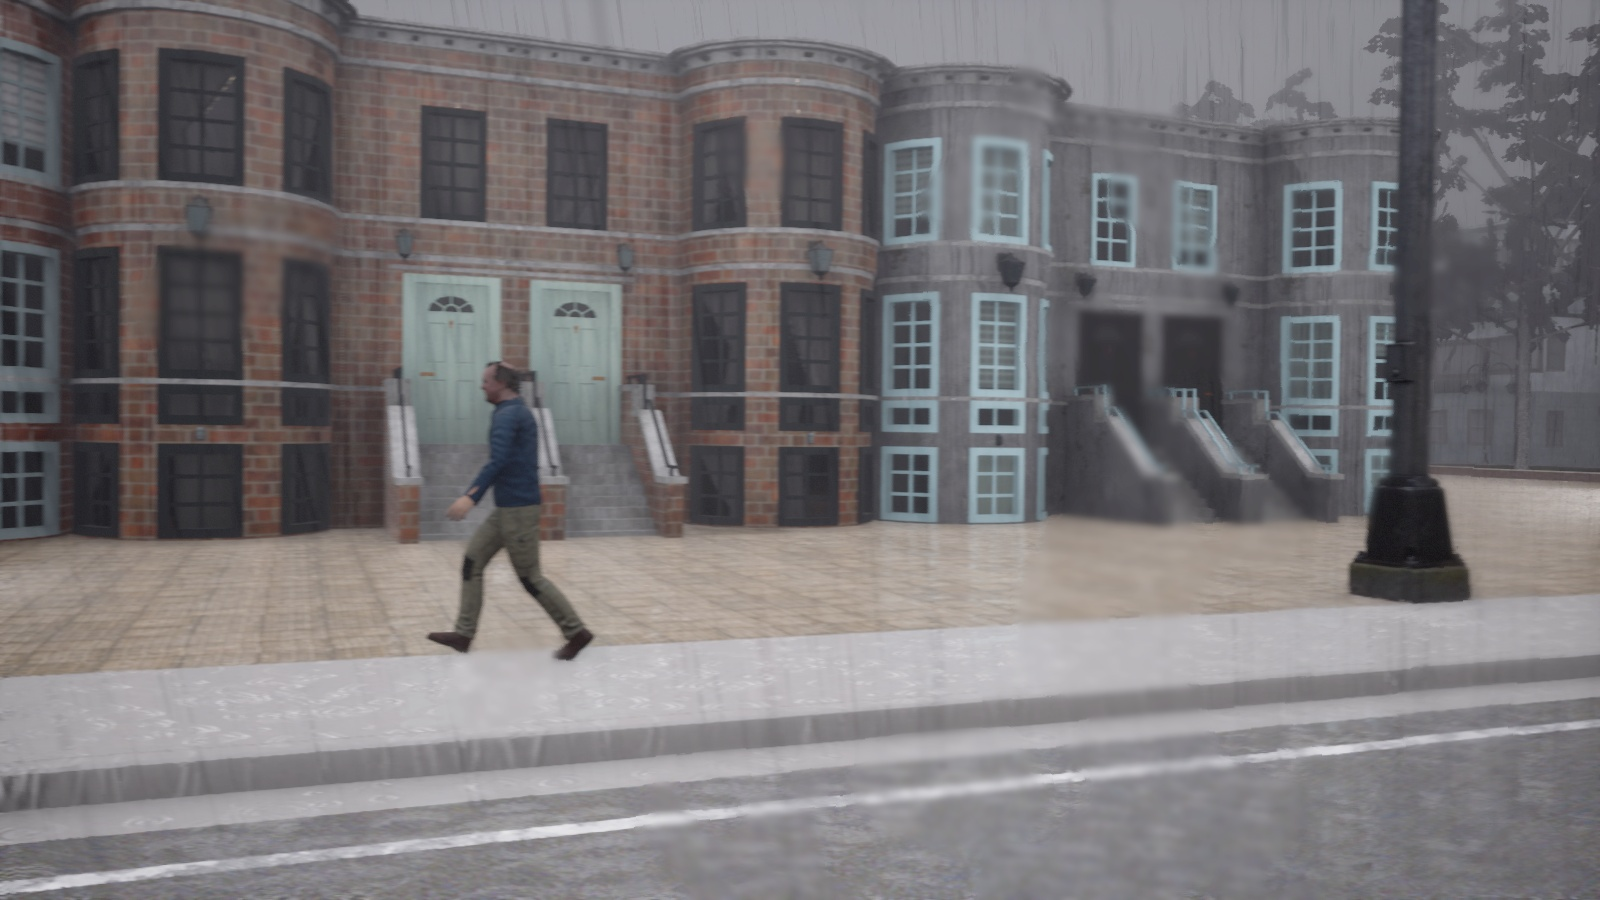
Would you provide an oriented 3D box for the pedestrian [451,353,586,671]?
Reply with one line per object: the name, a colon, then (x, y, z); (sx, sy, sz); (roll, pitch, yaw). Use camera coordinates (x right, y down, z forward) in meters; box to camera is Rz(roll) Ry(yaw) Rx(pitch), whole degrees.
pedestrian: (-1.670, 0.354, 7.510); (0.726, 1.842, 0.402); (-1, 1, -6)
